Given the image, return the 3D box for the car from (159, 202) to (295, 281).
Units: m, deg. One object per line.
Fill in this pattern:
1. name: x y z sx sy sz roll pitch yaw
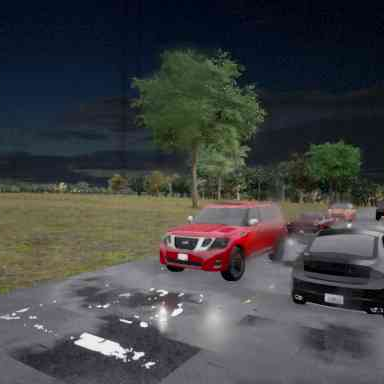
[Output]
1. car: 1.315 1.353 10.830 2.150 2.045 5.566 0 -1 34

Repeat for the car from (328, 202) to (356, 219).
1. car: 13.578 1.807 30.264 2.097 1.767 4.553 0 -1 32

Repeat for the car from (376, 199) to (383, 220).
1. car: 19.626 1.742 33.094 2.150 2.045 5.566 0 -1 32

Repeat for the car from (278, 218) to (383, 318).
1. car: 3.698 1.602 7.708 1.837 1.490 4.892 0 -1 32

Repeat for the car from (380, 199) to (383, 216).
1. car: 25.303 1.921 42.254 2.150 2.045 5.566 0 -1 32

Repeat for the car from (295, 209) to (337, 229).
1. car: 7.146 1.885 20.003 1.895 1.301 4.718 0 -1 32
